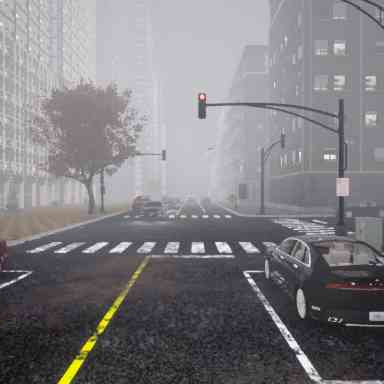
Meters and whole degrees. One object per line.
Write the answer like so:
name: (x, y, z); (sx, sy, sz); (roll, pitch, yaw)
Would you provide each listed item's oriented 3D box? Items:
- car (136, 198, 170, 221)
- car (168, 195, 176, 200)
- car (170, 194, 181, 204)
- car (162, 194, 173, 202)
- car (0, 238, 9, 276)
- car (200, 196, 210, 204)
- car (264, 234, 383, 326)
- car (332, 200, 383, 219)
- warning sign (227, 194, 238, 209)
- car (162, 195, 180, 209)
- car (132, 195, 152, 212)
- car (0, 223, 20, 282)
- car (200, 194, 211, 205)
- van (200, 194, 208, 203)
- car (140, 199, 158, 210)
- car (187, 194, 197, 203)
car: (-3.129, 1.517, 27.718); (1.837, 1.490, 4.892); (0, -1, 0)
car: (-5.793, 1.654, 94.571); (2.008, 1.369, 4.403); (0, 0, 0)
car: (-3.116, 1.650, 64.637); (1.895, 1.301, 4.718); (0, 0, 0)
car: (-5.776, 1.385, 78.002); (2.192, 1.841, 5.009); (0, 0, 0)
car: (-3.103, 1.352, 1.615); (2.097, 1.767, 4.553); (0, 0, 0)
car: (2.617, 1.578, 67.135); (1.752, 1.417, 4.829); (0, 0, 0)
car: (2.681, 1.551, 6.963); (2.008, 1.369, 4.403); (0, 0, 0)
car: (13.397, 1.350, 26.380); (4.403, 1.369, 2.008); (-1, 1, -1)
warning sign: (5.024, 1.138, 41.479); (1.300, 1.860, 1.060); (0, 0, 0)
car: (-3.147, 1.519, 45.235); (2.128, 1.511, 4.902); (0, 0, 0)
car: (-5.735, 1.336, 39.342); (2.192, 1.841, 5.009); (0, 0, 0)
car: (-5.699, 1.545, 6.954); (1.887, 1.381, 4.507); (0, 0, 0)
car: (2.623, 1.610, 61.442); (1.947, 1.339, 4.313); (0, 0, 0)
van: (2.611, 1.402, 72.489); (1.690, 1.788, 3.998); (0, 0, 0)
car: (-5.740, 1.592, 44.865); (1.947, 1.339, 4.313); (0, 0, 0)
car: (-0.074, 1.602, 68.670); (2.033, 1.411, 5.357); (0, 0, 0)
